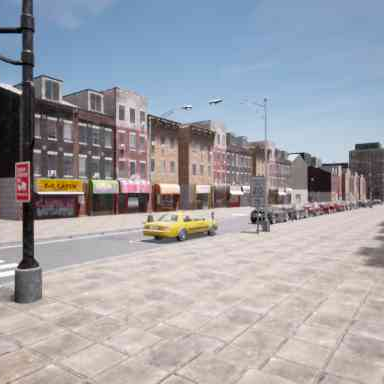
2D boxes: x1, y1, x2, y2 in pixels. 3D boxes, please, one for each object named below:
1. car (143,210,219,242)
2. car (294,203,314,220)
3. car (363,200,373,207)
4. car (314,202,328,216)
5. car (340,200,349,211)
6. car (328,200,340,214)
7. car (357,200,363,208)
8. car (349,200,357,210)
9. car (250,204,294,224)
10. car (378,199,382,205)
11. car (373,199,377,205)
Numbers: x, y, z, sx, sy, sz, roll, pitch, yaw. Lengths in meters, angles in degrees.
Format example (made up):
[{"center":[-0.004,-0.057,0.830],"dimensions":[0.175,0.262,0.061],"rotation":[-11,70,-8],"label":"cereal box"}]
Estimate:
[{"center":[-0.379,1.598,16.895],"dimensions":[1.752,1.417,4.829],"rotation":[-1,-1,35],"label":"car"},{"center":[9.304,1.743,30.510],"dimensions":[2.008,1.369,4.403],"rotation":[-1,-1,35],"label":"car"},{"center":[32.128,2.147,62.601],"dimensions":[2.008,1.369,4.403],"rotation":[-1,-1,35],"label":"car"},{"center":[12.565,1.821,35.094],"dimensions":[1.802,1.307,4.206],"rotation":[-1,-1,35],"label":"car"},{"center":[19.084,1.784,44.265],"dimensions":[1.967,1.590,4.097],"rotation":[-1,-1,35],"label":"car"},{"center":[15.825,1.834,39.678],"dimensions":[1.887,1.381,4.507],"rotation":[-1,-1,35],"label":"car"},{"center":[25.606,2.014,53.432],"dimensions":[2.008,1.369,4.403],"rotation":[-1,-1,35],"label":"car"},{"center":[22.346,1.952,48.847],"dimensions":[2.008,1.369,4.403],"rotation":[-1,-1,35],"label":"car"},{"center":[6.044,1.715,25.925],"dimensions":[1.947,1.339,4.313],"rotation":[-1,-1,35],"label":"car"},{"center":[45.168,2.461,80.936],"dimensions":[2.008,1.369,4.403],"rotation":[-2,-2,35],"label":"car"},{"center":[35.387,2.212,67.184],"dimensions":[1.887,1.381,4.507],"rotation":[-1,-2,35],"label":"car"}]
